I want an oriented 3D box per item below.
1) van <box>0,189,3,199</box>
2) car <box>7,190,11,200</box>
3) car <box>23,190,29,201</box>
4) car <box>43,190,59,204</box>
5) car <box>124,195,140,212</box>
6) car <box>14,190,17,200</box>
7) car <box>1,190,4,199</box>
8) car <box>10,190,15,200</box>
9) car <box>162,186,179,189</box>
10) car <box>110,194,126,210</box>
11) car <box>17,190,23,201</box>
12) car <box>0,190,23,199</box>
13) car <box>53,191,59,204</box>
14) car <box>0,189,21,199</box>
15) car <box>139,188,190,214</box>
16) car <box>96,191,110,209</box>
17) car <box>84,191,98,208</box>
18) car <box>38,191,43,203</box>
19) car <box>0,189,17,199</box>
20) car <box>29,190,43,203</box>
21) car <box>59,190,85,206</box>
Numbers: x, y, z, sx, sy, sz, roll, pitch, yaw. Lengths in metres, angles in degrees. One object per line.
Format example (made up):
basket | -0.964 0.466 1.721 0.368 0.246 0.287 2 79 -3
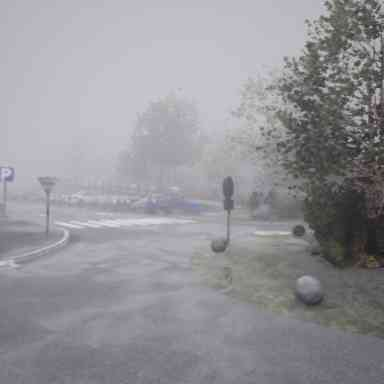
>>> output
van | -37.111 0.562 69.518 1.878 1.987 4.442 1 -1 27
car | -33.072 0.717 64.962 2.185 1.767 4.553 1 -1 27
car | -24.891 0.953 55.974 1.946 1.575 5.366 2 -1 27
car | -18.606 0.799 49.538 2.435 2.045 5.566 1 -1 27
car | -4.205 1.255 34.033 2.231 1.521 4.892 2 -1 27
car | -28.946 0.932 60.536 2.163 1.488 4.792 2 -1 27
car | -35.101 0.816 67.201 2.231 1.521 4.892 2 -1 27
car | -31.001 0.747 62.752 2.185 1.767 4.553 1 -1 27
car | -2.983 -0.105 42.851 1.812 1.442 4.674 2 4 -43
car | -6.282 1.098 36.215 2.185 1.767 4.553 1 -1 27
car | -26.849 0.682 58.383 2.435 2.045 5.566 1 -1 27
car | -39.202 0.630 71.648 2.185 1.767 4.553 2 -1 27
car | -16.583 1.107 47.267 2.163 1.488 4.792 2 -1 27
car | -41.281 0.472 73.807 2.435 2.045 5.566 2 -1 27
car | -2.138 1.032 31.849 2.435 2.045 5.566 1 -1 27
car | -8.308 1.071 38.480 2.185 1.767 4.553 2 -1 27
car | -10.376 1.041 40.690 2.185 1.767 4.553 2 -1 27
car | -20.705 1.020 51.715 2.231 1.521 4.892 1 -1 27
car | -43.337 0.443 76.074 2.435 2.045 5.566 1 -1 27
car | -22.760 0.739 53.907 2.435 2.045 5.566 2 -1 27
car | -14.511 0.856 45.062 2.435 2.045 5.566 2 -1 27
